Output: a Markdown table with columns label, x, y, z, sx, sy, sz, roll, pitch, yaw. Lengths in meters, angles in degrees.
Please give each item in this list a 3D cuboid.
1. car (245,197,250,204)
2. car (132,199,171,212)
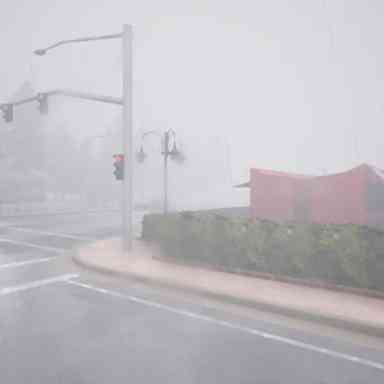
| label | x | y | z | sx | sy | sz | roll | pitch | yaw |
| --- | --- | --- | --- | --- | --- | --- | --- | --- | --- |
| car | 11.008 | 1.346 | 58.402 | 1.812 | 1.442 | 4.674 | 1 | 1 | 36 |
| car | -4.464 | 1.471 | 37.041 | 1.895 | 1.301 | 4.718 | 1 | 0 | 36 |
